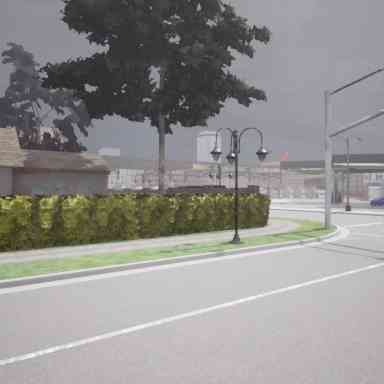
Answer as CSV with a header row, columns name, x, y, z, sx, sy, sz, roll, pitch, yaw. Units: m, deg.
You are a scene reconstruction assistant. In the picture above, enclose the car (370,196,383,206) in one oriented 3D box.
name,x,y,z,sx,sy,sz,roll,pitch,yaw
car,28.512,1.295,48.482,2.242,1.667,4.611,0,0,-35
